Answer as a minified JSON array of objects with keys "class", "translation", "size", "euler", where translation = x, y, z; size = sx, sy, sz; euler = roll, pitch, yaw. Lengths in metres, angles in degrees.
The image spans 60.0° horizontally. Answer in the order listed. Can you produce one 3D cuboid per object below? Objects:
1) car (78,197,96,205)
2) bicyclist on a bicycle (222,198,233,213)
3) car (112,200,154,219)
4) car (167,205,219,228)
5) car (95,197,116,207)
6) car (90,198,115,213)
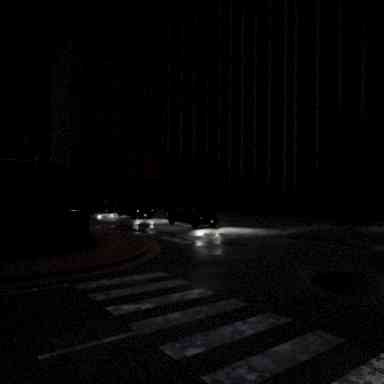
[{"class":"car","translation":[-20.166,1.726,63.771],"size":[1.812,1.442,4.674],"euler":[1,-1,-36]},{"class":"bicyclist on a bicycle","translation":[4.069,1.565,38.310],"size":[1.656,1.620,0.582],"euler":[1,0,-36]},{"class":"car","translation":[-5.356,1.714,30.885],"size":[1.895,1.301,4.718],"euler":[1,-1,-36]},{"class":"car","translation":[-0.057,1.640,23.488],"size":[1.812,1.442,4.674],"euler":[1,0,-36]},{"class":"car","translation":[-14.746,1.706,56.296],"size":[1.837,1.490,4.892],"euler":[1,-1,-35]},{"class":"car","translation":[-10.667,1.713,38.309],"size":[1.895,1.301,4.718],"euler":[1,-1,-36]}]
